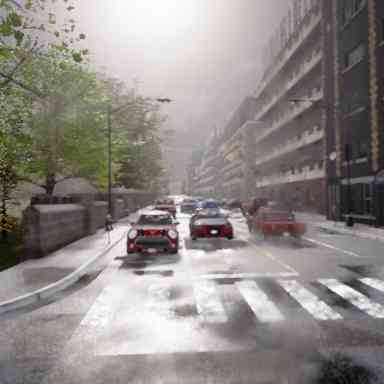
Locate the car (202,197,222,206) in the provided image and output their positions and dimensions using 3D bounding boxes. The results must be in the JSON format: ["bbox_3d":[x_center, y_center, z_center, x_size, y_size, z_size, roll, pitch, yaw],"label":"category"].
[{"bbox_3d":[2.497,1.671,45.782,1.882,1.535,5.008,-1,0,-3],"label":"car"}]

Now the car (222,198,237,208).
[{"bbox_3d":[5.644,1.655,44.844,1.837,1.490,4.892,-1,0,-3],"label":"car"}]

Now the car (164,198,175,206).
[{"bbox_3d":[-4.193,1.909,63.228,2.008,1.369,4.403,0,0,-3],"label":"car"}]

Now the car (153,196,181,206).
[{"bbox_3d":[-2.385,1.491,30.138,2.192,1.841,5.009,0,0,-3],"label":"car"}]

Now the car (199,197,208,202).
[{"bbox_3d":[2.970,1.948,85.745,1.947,1.339,4.313,0,0,-3],"label":"car"}]

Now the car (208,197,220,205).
[{"bbox_3d":[4.165,1.787,63.855,1.752,1.417,4.829,0,0,-3],"label":"car"}]

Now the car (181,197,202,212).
[{"bbox_3d":[-0.298,1.548,39.538,2.097,1.767,4.553,-1,0,-3],"label":"car"}]

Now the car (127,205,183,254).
[{"bbox_3d":[-1.484,1.524,13.592,1.967,1.590,4.097,0,0,-3],"label":"car"}]

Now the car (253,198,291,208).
[{"bbox_3d":[6.281,1.487,25.079,1.967,1.590,4.097,0,0,-3],"label":"car"}]

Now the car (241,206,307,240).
[{"bbox_3d":[4.147,1.635,17.251,1.895,1.301,4.718,-1,0,-3],"label":"car"}]

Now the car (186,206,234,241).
[{"bbox_3d":[0.904,1.636,17.099,1.994,1.385,4.181,-1,0,-3],"label":"car"}]

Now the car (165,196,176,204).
[{"bbox_3d":[-4.793,1.734,74.260,2.192,1.841,5.009,0,0,-3],"label":"car"}]

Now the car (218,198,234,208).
[{"bbox_3d":[5.266,1.715,51.835,1.812,1.442,4.674,-1,0,-3],"label":"car"}]

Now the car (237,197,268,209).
[{"bbox_3d":[5.981,1.393,30.595,2.192,1.841,5.009,0,0,-3],"label":"car"}]

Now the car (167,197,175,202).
[{"bbox_3d":[-5.697,2.077,90.804,1.947,1.339,4.313,0,0,-3],"label":"car"}]
